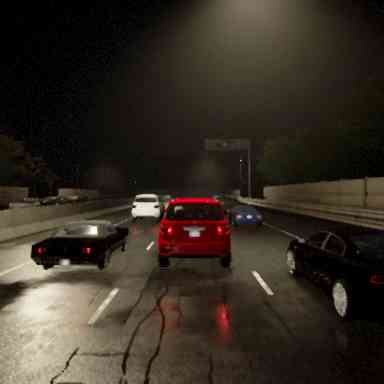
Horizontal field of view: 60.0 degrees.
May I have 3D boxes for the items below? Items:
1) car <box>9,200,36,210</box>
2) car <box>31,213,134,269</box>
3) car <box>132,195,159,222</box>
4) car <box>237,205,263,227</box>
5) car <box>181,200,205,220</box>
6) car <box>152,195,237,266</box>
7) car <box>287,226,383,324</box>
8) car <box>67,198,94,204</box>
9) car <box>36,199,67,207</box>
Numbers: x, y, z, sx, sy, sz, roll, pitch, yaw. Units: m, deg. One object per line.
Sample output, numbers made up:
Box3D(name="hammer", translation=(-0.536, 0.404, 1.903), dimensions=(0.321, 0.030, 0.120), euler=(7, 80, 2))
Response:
Box3D(name="car", translation=(-21.092, 1.647, 42.047), dimensions=(1.895, 1.301, 4.718), euler=(0, 0, 0))
Box3D(name="car", translation=(-3.420, 1.615, 11.211), dimensions=(1.895, 1.301, 4.718), euler=(0, 0, 0))
Box3D(name="car", translation=(-3.419, 1.250, 26.939), dimensions=(2.150, 2.045, 5.566), euler=(0, 0, 0))
Box3D(name="car", translation=(3.561, 1.574, 22.999), dimensions=(2.033, 1.411, 5.357), euler=(0, 0, 0))
Box3D(name="car", translation=(0.084, 1.510, 29.313), dimensions=(1.882, 1.535, 5.008), euler=(0, 0, 0))
Box3D(name="car", translation=(0.082, 1.235, 11.700), dimensions=(2.150, 2.045, 5.566), euler=(0, 0, 0))
Box3D(name="car", translation=(3.559, 1.488, 7.299), dimensions=(1.882, 1.535, 5.008), euler=(0, 0, 0))
Box3D(name="car", translation=(-14.092, 1.554, 43.246), dimensions=(1.837, 1.490, 4.892), euler=(0, 0, 0))
Box3D(name="car", translation=(-17.592, 1.596, 43.054), dimensions=(2.033, 1.411, 5.357), euler=(0, 0, 0))
